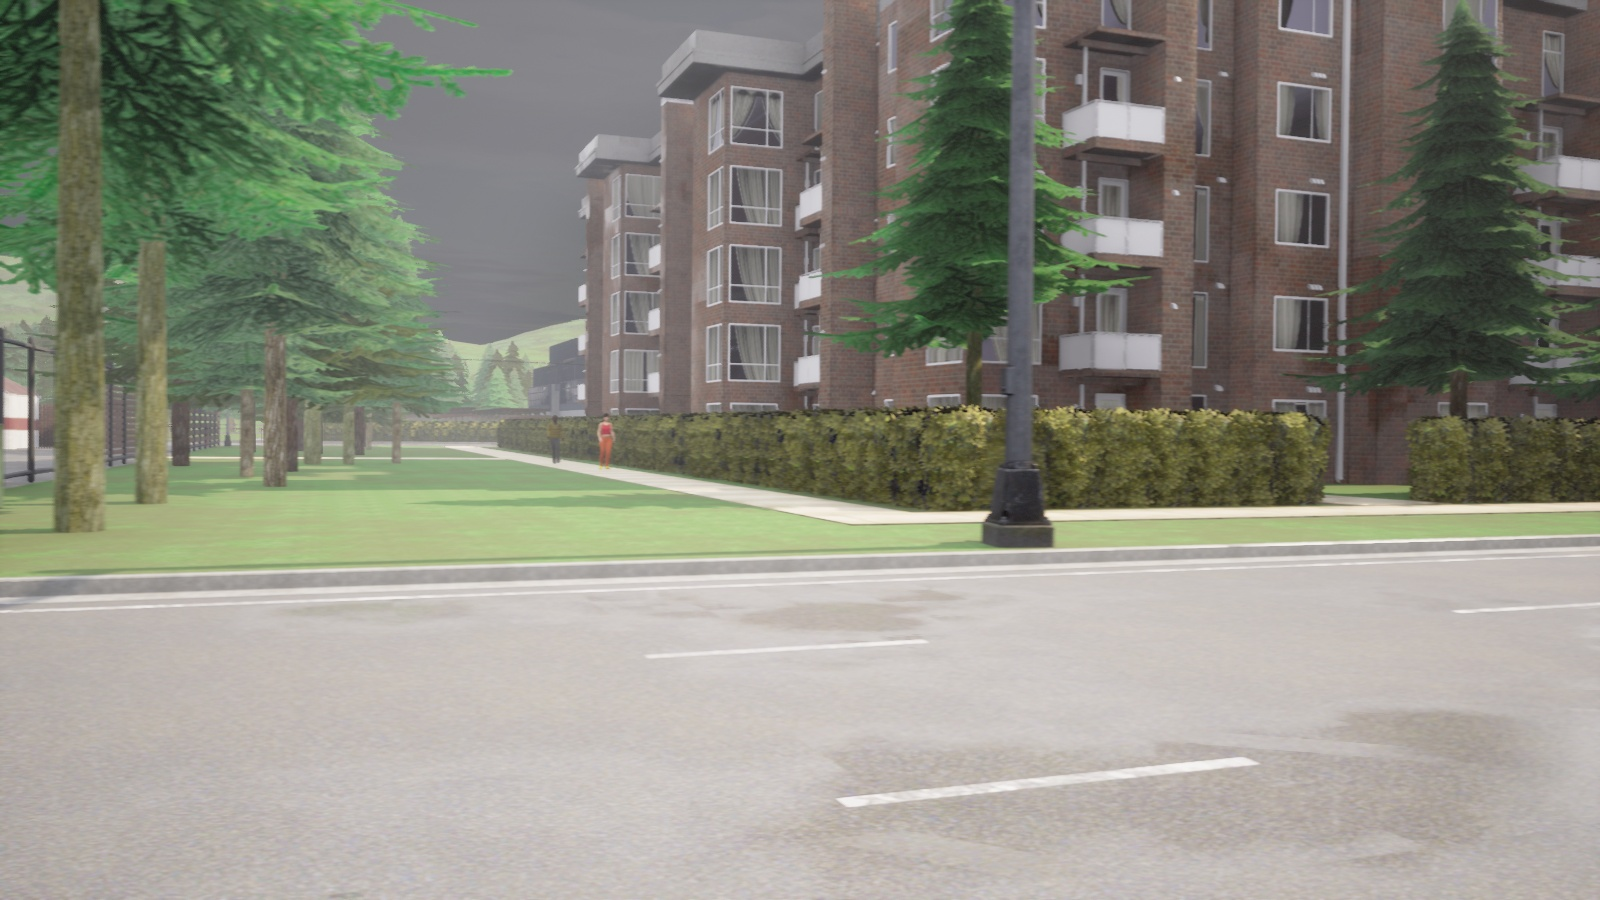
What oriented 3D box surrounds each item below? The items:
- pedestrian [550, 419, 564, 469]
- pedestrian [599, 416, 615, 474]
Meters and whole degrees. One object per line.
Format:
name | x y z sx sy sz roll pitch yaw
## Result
pedestrian | -8.866 -0.223 45.841 0.370 1.835 0.726 -1 1 -21
pedestrian | -6.226 -0.165 40.498 0.345 1.836 0.594 -1 1 -21
